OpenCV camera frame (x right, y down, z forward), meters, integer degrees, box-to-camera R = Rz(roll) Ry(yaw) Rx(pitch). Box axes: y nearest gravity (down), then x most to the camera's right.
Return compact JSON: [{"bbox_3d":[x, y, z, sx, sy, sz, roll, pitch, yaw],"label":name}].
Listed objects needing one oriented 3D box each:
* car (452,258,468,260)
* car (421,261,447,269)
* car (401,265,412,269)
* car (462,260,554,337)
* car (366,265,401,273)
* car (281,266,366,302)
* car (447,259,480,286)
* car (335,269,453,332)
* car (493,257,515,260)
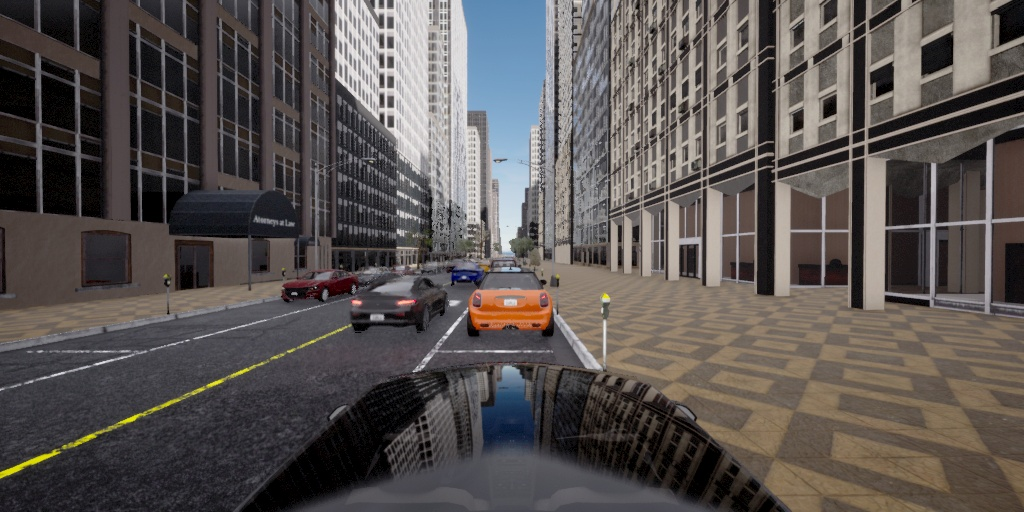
[{"bbox_3d":[-6.212,1.093,41.153,2.097,1.767,4.553,0,0,0],"label":"car"},{"bbox_3d":[-8.837,1.293,39.574,2.007,1.370,4.403,0,0,0],"label":"car"},{"bbox_3d":[-8.837,1.327,28.206,1.802,1.307,4.207,0,0,0],"label":"car"},{"bbox_3d":[-0.033,1.101,10.471,2.097,1.767,4.553,0,0,0],"label":"car"},{"bbox_3d":[-8.838,1.297,22.523,2.007,1.370,4.403,0,0,0],"label":"car"},{"bbox_3d":[-8.837,1.292,16.839,1.888,1.381,4.507,0,0,0],"label":"car"},{"bbox_3d":[-3.068,1.223,25.522,1.882,1.535,5.008,0,0,0],"label":"car"},{"bbox_3d":[-3.150,1.274,10.671,1.812,1.442,4.674,0,0,0],"label":"car"},{"bbox_3d":[-0.457,1.061,22.523,2.192,1.841,5.009,0,0,0],"label":"car"}]
